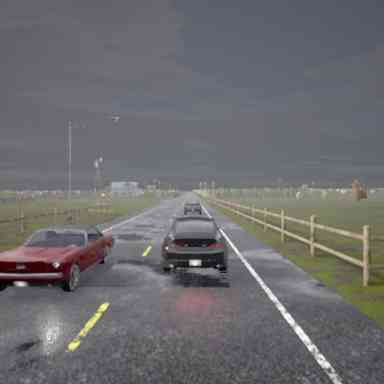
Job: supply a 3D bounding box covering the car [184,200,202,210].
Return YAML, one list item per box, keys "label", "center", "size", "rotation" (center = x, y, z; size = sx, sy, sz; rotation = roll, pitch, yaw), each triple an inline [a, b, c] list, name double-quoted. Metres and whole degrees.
- label: "car"
  center: [0.088, 1.655, 36.945]
  size: [2.128, 1.511, 4.902]
  rotation: [0, 0, 0]

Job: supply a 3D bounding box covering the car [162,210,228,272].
- label: "car"
  center: [0.083, 1.559, 10.961]
  size: [1.837, 1.490, 4.892]
  rotation: [0, 0, 0]

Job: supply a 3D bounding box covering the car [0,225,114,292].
- label: "car"
  center: [-3.603, 1.646, 9.210]
  size: [1.895, 1.301, 4.718]
  rotation: [0, 0, 0]
